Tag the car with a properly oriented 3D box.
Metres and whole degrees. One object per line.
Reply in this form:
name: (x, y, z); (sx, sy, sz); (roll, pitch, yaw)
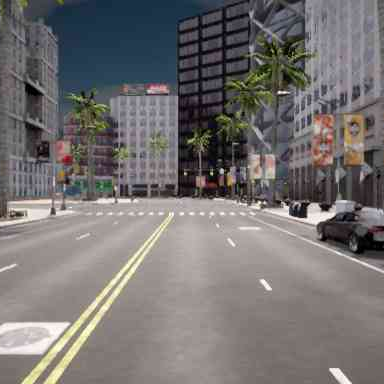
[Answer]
car: (6.645, 1.460, 13.194); (2.161, 1.482, 4.786); (0, 0, -1)
